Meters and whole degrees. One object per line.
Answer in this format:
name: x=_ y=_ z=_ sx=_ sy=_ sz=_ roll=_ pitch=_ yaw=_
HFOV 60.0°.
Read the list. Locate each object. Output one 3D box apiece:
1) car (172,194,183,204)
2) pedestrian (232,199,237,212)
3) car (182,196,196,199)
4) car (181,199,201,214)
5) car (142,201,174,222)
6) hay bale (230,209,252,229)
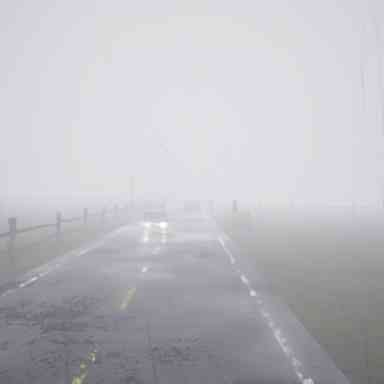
car: x=-2.781 y=1.437 z=67.805 sx=2.150 sy=2.045 sz=5.566 roll=0 pitch=0 yaw=0
pedestrian: x=2.815 y=1.381 z=22.314 sx=0.375 sy=1.860 sz=0.375 roll=1 pitch=-1 yaw=-2
car: x=-0.002 y=1.625 z=48.130 sx=1.882 sy=1.535 sz=5.008 roll=0 pitch=0 yaw=0
car: x=0.047 y=1.711 z=36.856 sx=1.895 sy=1.301 sz=4.718 roll=0 pitch=0 yaw=0
car: x=-2.858 y=1.644 z=27.418 sx=1.994 sy=1.385 sz=4.181 roll=0 pitch=0 yaw=0
hay bale: x=3.109 y=1.717 z=21.207 sx=1.220 sy=1.180 sz=1.240 roll=-1 pitch=-1 yaw=0
